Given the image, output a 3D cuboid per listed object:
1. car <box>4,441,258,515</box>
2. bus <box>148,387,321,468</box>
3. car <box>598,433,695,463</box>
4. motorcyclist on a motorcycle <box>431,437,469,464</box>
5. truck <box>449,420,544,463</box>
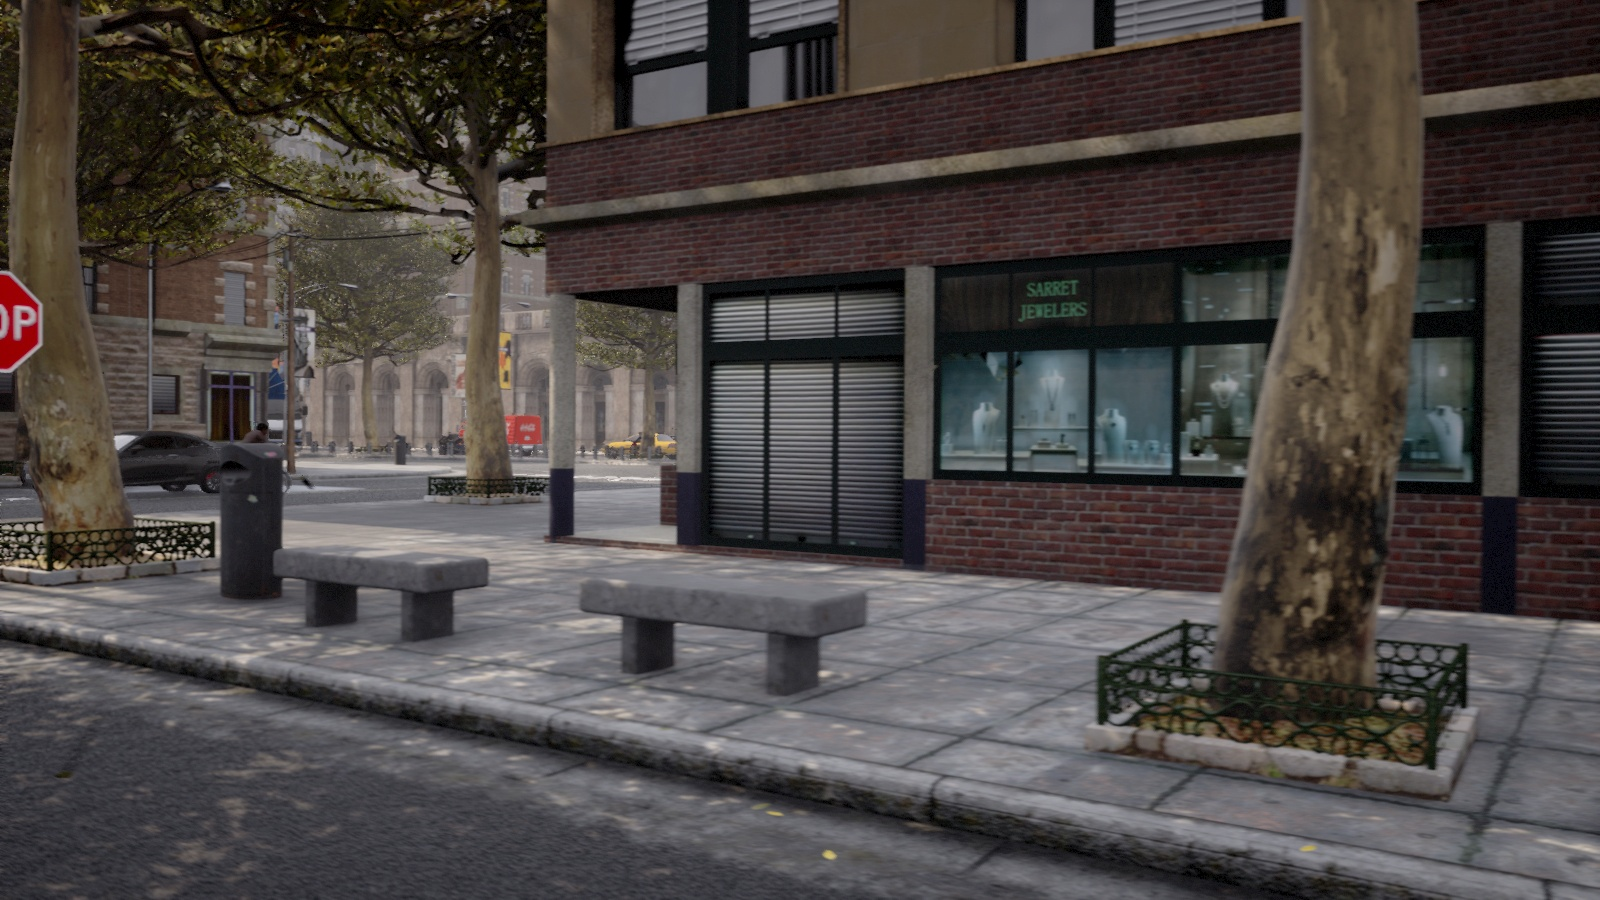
[{"bbox_3d":[-14.720,0.552,27.927,1.812,1.442,4.674,0,1,33],"label":"car"},{"bbox_3d":[-31.743,-1.217,70.290,10.273,4.253,3.944,0,1,34],"label":"bus"},{"bbox_3d":[-8.416,-0.121,68.592,5.366,1.575,1.801,0,1,34],"label":"car"},{"bbox_3d":[-20.121,0.050,72.184,2.191,1.530,0.866,0,1,33],"label":"motorcyclist on a motorcycle"},{"bbox_3d":[-18.135,-0.528,75.042,5.204,2.467,2.627,0,1,34],"label":"truck"}]
